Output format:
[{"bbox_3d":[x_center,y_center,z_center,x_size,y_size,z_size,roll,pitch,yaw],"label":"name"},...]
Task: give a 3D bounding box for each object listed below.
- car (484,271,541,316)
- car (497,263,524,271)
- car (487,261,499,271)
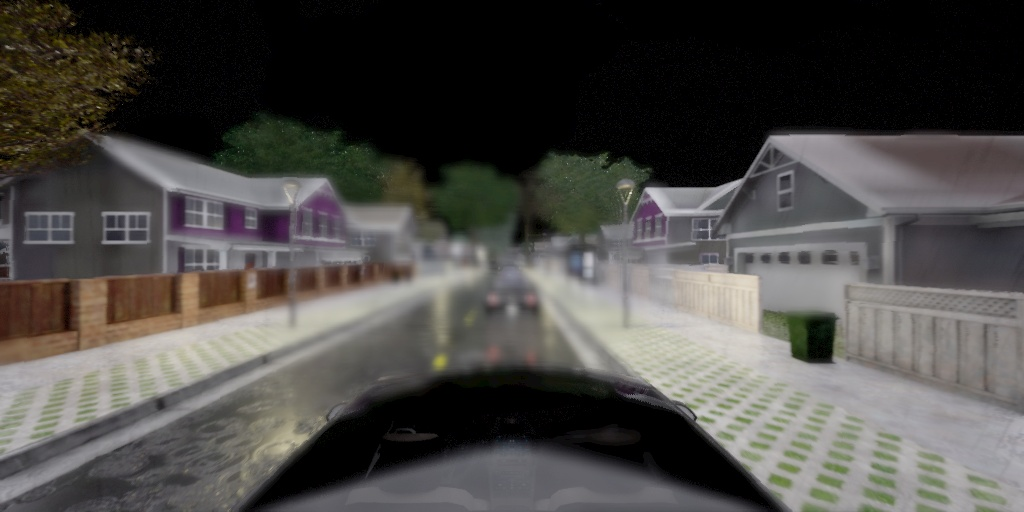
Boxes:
[{"bbox_3d":[0.038,1.431,13.717,1.895,1.301,4.718,0,0,1],"label":"car"},{"bbox_3d":[0.049,1.502,29.533,1.994,1.385,4.181,0,0,1],"label":"car"},{"bbox_3d":[-2.804,1.630,57.544,1.837,1.490,4.892,0,0,0],"label":"car"}]
